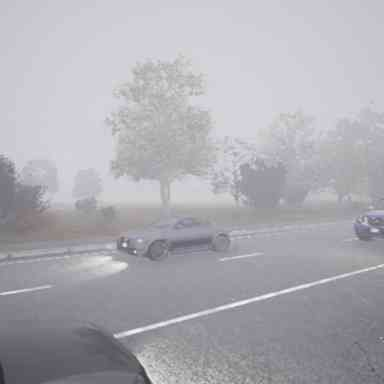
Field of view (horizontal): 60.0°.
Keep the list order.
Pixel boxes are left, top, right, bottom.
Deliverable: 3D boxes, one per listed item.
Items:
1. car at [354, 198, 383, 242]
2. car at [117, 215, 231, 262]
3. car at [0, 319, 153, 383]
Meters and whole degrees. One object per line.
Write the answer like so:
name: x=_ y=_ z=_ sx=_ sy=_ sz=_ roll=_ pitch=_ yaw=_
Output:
car: x=9.746 y=1.221 z=15.241 sx=5.566 sy=2.045 sz=2.150 roll=0 pitch=0 yaw=-35
car: x=-0.594 y=1.564 z=12.167 sx=4.181 sy=1.385 sz=1.994 roll=0 pitch=0 yaw=-35
car: x=-2.275 y=1.564 z=2.123 sx=4.181 sy=1.385 sz=1.994 roll=0 pitch=0 yaw=-35
